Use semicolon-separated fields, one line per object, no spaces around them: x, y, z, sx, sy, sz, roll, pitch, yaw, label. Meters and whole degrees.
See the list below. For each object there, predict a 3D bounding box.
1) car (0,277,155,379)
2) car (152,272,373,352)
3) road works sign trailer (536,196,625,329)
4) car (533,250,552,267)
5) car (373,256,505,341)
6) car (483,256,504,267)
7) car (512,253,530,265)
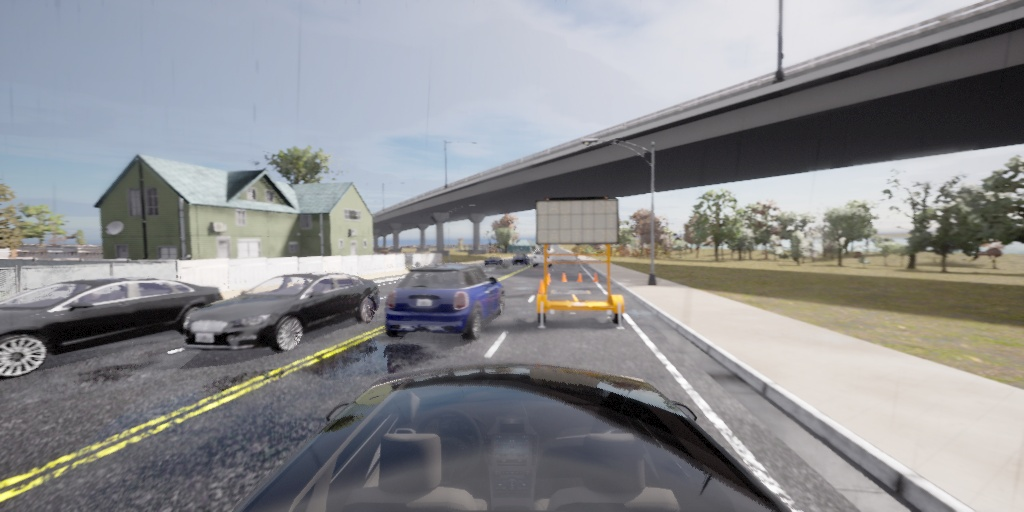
-8.708;1.225;7.443;2.128;1.511;4.902;0;1;9;car
-5.184;1.175;8.910;2.128;1.511;4.902;0;1;9;car
1.922;0.064;10.671;2.380;3.560;2.880;0;0;6;road works sign trailer
3.967;0.292;45.508;2.150;2.045;5.566;0;1;9;car
-1.550;0.992;9.813;2.097;1.767;4.553;0;1;9;car
-2.417;0.690;47.993;1.895;1.301;4.718;0;1;9;car
1.251;0.374;50.503;2.097;1.767;4.553;0;1;9;car
